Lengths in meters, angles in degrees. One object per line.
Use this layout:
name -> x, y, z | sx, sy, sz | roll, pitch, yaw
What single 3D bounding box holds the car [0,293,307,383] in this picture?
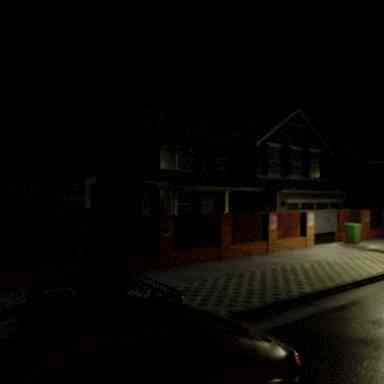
car -> -1.036, 1.568, 2.331 | 4.181, 1.385, 1.994 | 1, 0, -35
